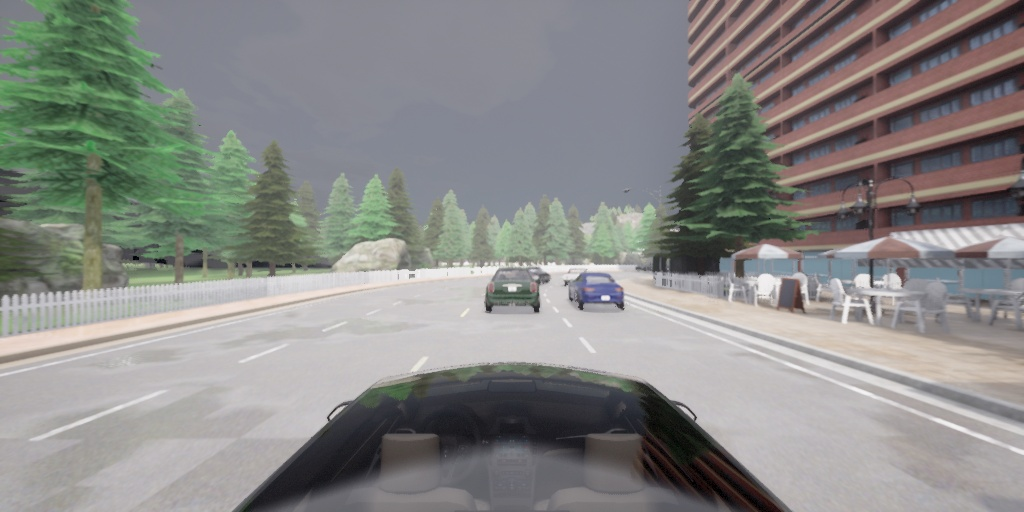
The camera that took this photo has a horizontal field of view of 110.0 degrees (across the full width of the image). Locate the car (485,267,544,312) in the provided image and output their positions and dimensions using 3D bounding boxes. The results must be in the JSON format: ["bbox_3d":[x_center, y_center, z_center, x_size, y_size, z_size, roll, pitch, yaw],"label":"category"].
[{"bbox_3d":[0.082,1.249,15.255,2.097,1.767,4.553,0,-1,2],"label":"car"}]

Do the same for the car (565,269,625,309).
[{"bbox_3d":[3.597,1.428,15.724,1.812,1.442,4.674,0,0,2],"label":"car"}]

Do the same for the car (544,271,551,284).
[{"bbox_3d":[1.757,1.591,28.676,2.033,1.411,5.357,0,-1,18],"label":"car"}]

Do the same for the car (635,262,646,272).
[{"bbox_3d":[22.938,1.737,60.179,4.553,1.767,2.097,0,-1,-21],"label":"car"}]

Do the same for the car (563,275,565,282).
[{"bbox_3d":[5.390,1.642,28.417,1.895,1.301,4.718,0,-1,19],"label":"car"}]

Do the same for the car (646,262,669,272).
[{"bbox_3d":[24.163,1.951,56.922,4.718,1.301,1.895,0,-1,-21],"label":"car"}]
